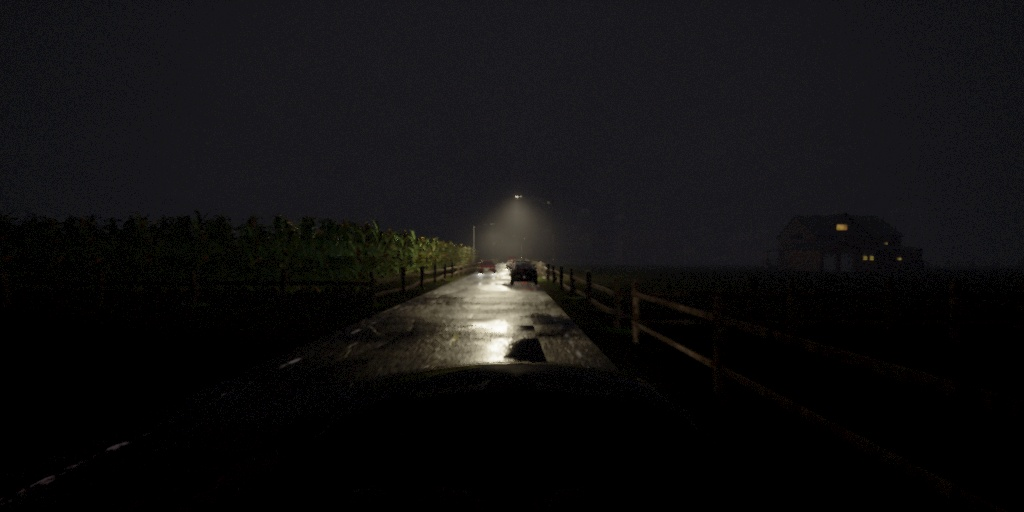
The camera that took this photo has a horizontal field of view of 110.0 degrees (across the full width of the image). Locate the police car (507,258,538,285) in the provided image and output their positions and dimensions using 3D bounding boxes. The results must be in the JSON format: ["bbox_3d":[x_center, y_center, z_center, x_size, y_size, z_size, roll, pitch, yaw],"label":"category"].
[{"bbox_3d":[0.825,1.188,26.319,1.930,1.638,5.238,0,0,0],"label":"police car"}]

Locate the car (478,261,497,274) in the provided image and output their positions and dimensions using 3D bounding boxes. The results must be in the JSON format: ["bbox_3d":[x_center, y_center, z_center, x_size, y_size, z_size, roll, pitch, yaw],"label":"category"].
[{"bbox_3d":[-2.830,1.303,42.060,1.812,1.442,4.674,0,0,0],"label":"car"}]

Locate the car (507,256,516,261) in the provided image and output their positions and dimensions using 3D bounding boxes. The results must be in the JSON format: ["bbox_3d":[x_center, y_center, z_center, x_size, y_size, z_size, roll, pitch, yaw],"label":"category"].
[{"bbox_3d":[0.824,1.129,42.179,2.097,1.767,4.553,0,0,0],"label":"car"}]
